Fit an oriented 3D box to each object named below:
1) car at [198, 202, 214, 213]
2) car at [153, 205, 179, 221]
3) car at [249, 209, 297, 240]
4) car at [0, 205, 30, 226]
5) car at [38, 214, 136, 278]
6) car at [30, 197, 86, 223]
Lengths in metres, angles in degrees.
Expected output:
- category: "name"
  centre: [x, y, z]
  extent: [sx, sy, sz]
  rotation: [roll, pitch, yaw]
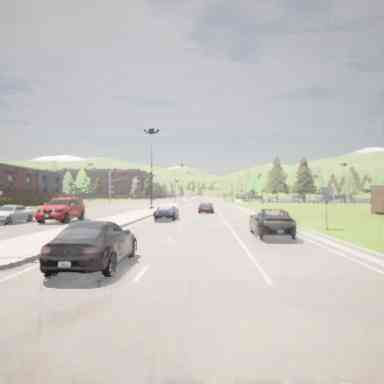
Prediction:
- category: "car"
  centre: [1.763, 1.949, 42.009]
  extent: [1.994, 1.385, 4.181]
  rotation: [0, 0, 2]
- category: "car"
  centre: [-2.241, 1.871, 30.089]
  extent: [1.895, 1.301, 4.718]
  rotation: [0, -1, 2]
- category: "car"
  centre: [4.266, 1.663, 18.030]
  extent: [2.128, 1.511, 4.902]
  rotation: [0, -1, 2]
- category: "car"
  centre: [-14.062, 1.736, 25.717]
  extent: [1.812, 1.442, 4.674]
  rotation: [0, -1, 3]
- category: "car"
  centre: [-3.015, 1.616, 10.375]
  extent: [1.812, 1.442, 4.674]
  rotation: [0, -1, 2]
- category: "car"
  centre: [-10.484, 1.455, 27.061]
  extent: [2.150, 2.045, 5.566]
  rotation: [0, -1, 3]
